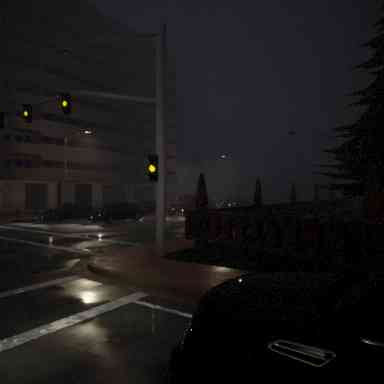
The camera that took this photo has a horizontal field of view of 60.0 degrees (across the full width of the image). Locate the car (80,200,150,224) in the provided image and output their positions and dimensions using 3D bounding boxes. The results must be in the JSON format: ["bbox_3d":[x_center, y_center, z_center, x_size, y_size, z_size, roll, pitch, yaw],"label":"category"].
[{"bbox_3d":[-5.754,1.560,25.595,1.837,1.490,4.892,0,0,35],"label":"car"}]

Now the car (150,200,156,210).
[{"bbox_3d":[-4.399,1.581,33.657,1.812,1.442,4.674,0,0,35],"label":"car"}]

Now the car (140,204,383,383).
[{"bbox_3d":[2.426,1.221,2.130,5.566,2.045,2.150,0,0,37],"label":"car"}]

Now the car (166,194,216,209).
[{"bbox_3d":[-0.198,1.277,33.590,2.150,2.045,5.566,0,0,35],"label":"car"}]

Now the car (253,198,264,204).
[{"bbox_3d":[10.236,1.621,54.563,1.994,1.385,4.181,0,0,35],"label":"car"}]

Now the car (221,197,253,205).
[{"bbox_3d":[5.461,1.407,41.709,2.097,1.767,4.553,0,0,35],"label":"car"}]

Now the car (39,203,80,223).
[{"bbox_3d":[-9.605,1.581,26.186,1.812,1.442,4.674,0,0,35],"label":"car"}]
